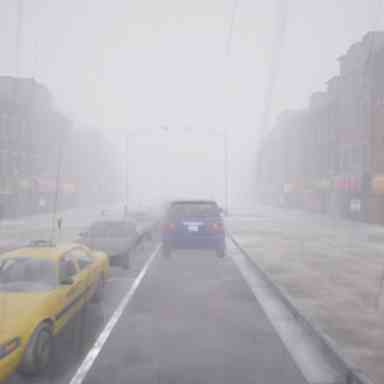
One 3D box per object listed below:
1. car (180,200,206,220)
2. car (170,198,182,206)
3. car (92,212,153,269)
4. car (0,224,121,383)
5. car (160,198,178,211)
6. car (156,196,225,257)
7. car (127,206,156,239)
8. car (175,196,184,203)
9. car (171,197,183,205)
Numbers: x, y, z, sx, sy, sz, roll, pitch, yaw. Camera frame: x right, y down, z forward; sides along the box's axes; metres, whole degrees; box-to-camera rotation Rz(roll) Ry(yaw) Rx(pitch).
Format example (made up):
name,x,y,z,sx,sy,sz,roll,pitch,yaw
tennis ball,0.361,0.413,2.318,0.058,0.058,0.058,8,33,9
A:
name,x,y,z,sx,sy,sz,roll,pitch,yaw
car,0.073,1.518,29.249,2.128,1.511,4.902,0,0,0
car,-2.639,1.631,54.799,1.802,1.307,4.206,0,0,0
car,-2.640,1.576,11.182,1.947,1.339,4.313,0,0,0
car,-2.640,1.530,5.560,1.752,1.417,4.829,0,0,0
car,-2.750,1.515,41.437,1.882,1.535,5.008,0,0,0
car,0.066,1.235,13.144,2.150,2.045,5.566,0,0,0
car,-2.639,1.581,16.634,1.947,1.339,4.313,0,0,0
car,-2.639,1.629,71.155,1.947,1.339,4.313,0,0,0
car,-2.639,1.619,60.251,1.947,1.339,4.313,0,0,0
